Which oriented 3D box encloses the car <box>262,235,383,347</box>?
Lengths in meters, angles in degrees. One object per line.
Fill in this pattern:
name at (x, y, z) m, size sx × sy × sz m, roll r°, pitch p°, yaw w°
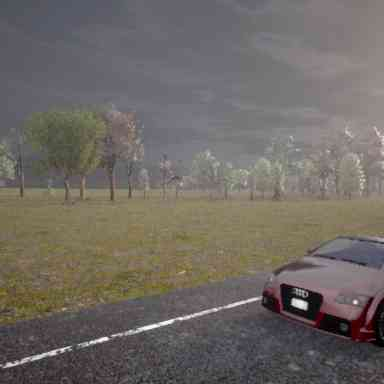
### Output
car at (3.298, 1.564, 6.355) m, size 4.181 × 1.385 × 1.994 m, roll 0°, pitch 0°, yaw -36°
